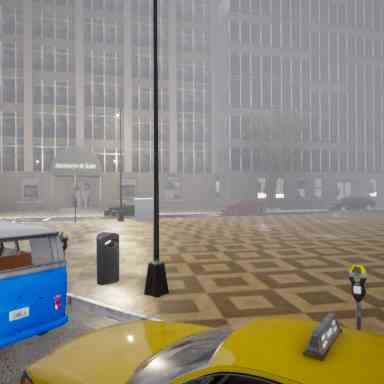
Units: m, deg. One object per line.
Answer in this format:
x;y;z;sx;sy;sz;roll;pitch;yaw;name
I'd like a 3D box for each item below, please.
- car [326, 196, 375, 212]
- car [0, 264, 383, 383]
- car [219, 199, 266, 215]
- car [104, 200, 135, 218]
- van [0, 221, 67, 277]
15.532;1.178;32.668;4.892;1.490;1.837;-2;0;-14;car
0.627;1.526;2.279;4.829;1.417;1.752;0;0;35;car
4.527;1.320;29.940;4.181;1.385;1.994;0;0;-14;car
-5.186;1.396;27.514;4.181;1.385;1.994;0;0;-14;car
-3.745;1.343;5.387;3.998;1.788;1.690;0;0;35;van
